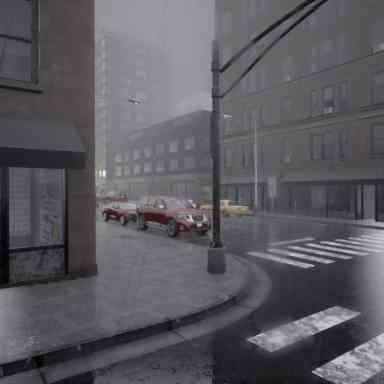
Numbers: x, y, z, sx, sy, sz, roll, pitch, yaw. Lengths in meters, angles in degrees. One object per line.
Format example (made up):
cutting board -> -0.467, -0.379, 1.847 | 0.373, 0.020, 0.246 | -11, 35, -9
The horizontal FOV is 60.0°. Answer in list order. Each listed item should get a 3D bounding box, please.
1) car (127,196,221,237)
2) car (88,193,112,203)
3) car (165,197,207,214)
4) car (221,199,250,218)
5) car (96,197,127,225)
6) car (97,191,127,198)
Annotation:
car -> -1.132, 1.138, 17.106 | 2.192, 1.841, 5.009 | 1, 0, -36
car -> -13.495, 0.883, 48.748 | 2.008, 1.369, 4.403 | 1, 0, -36
car -> -0.647, 1.204, 30.978 | 1.802, 1.307, 4.206 | 1, 0, -36
car -> 2.466, 1.222, 26.674 | 1.752, 1.417, 4.829 | 1, 0, -36
car -> -4.348, 1.288, 21.548 | 1.887, 1.381, 4.507 | 1, 0, -36
car -> -10.280, 0.717, 44.304 | 2.192, 1.841, 5.009 | 1, 0, -36
